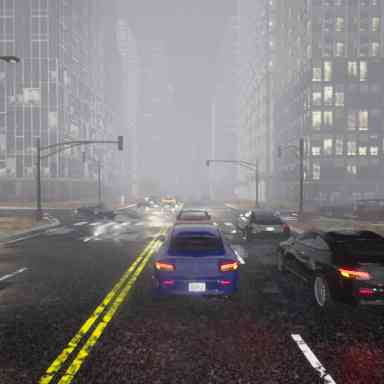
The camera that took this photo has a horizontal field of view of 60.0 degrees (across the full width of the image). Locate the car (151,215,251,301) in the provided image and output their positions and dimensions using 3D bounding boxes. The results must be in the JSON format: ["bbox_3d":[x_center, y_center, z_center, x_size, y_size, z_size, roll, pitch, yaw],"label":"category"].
[{"bbox_3d":[0.087,1.522,8.213,1.812,1.442,4.674,0,0,0],"label":"car"}]

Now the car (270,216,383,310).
[{"bbox_3d":[3.338,1.522,7.649,1.812,1.442,4.674,0,0,0],"label":"car"}]

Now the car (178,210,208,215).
[{"bbox_3d":[0.071,1.591,17.380,1.895,1.301,4.718,0,0,0],"label":"car"}]

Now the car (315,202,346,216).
[{"bbox_3d":[15.040,1.702,33.755,4.718,1.301,1.895,0,1,1],"label":"car"}]

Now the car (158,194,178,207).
[{"bbox_3d":[-3.433,1.442,49.275,1.882,1.535,5.008,0,0,0],"label":"car"}]

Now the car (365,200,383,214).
[{"bbox_3d":[21.744,1.643,36.263,4.829,1.417,1.752,1,0,1],"label":"car"}]

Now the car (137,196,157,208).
[{"bbox_3d":[-6.685,1.513,47.876,2.033,1.411,5.357,0,0,0],"label":"car"}]

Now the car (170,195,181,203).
[{"bbox_3d":[-3.378,1.417,69.182,1.882,1.535,5.008,0,0,0],"label":"car"}]

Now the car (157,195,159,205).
[{"bbox_3d":[-6.687,1.460,57.614,1.837,1.490,4.892,0,0,0],"label":"car"}]

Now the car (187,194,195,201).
[{"bbox_3d":[-0.145,1.514,79.172,1.895,1.301,4.718,0,0,0],"label":"car"}]

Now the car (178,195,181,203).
[{"bbox_3d":[-3.435,1.554,58.654,1.895,1.301,4.718,0,0,0],"label":"car"}]

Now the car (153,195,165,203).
[{"bbox_3d":[-6.647,1.446,66.967,1.837,1.490,4.892,0,0,0],"label":"car"}]

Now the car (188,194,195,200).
[{"bbox_3d":[-0.164,1.266,89.144,1.812,1.442,4.674,0,0,0],"label":"car"}]

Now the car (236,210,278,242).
[{"bbox_3d":[3.325,1.555,16.219,1.994,1.385,4.181,0,0,-1],"label":"car"}]

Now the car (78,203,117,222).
[{"bbox_3d":[-7.619,1.606,26.599,1.895,1.301,4.718,1,0,-33],"label":"car"}]

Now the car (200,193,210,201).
[{"bbox_3d":[3.106,1.143,78.761,2.150,2.045,5.566,0,0,0],"label":"car"}]

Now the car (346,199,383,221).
[{"bbox_3d":[16.151,1.520,27.967,5.009,1.841,2.192,1,0,1],"label":"car"}]

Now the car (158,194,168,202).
[{"bbox_3d":[-6.642,1.285,76.893,2.097,1.767,4.553,0,0,0],"label":"car"}]
